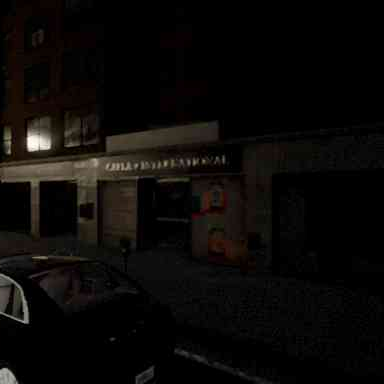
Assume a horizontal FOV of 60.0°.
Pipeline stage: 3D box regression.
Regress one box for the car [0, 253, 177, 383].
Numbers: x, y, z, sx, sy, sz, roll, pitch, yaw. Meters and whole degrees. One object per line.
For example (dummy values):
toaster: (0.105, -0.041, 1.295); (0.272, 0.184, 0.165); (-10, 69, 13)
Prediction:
car: (-2.223, 1.502, 4.443); (4.403, 1.369, 2.008); (1, 0, 36)
